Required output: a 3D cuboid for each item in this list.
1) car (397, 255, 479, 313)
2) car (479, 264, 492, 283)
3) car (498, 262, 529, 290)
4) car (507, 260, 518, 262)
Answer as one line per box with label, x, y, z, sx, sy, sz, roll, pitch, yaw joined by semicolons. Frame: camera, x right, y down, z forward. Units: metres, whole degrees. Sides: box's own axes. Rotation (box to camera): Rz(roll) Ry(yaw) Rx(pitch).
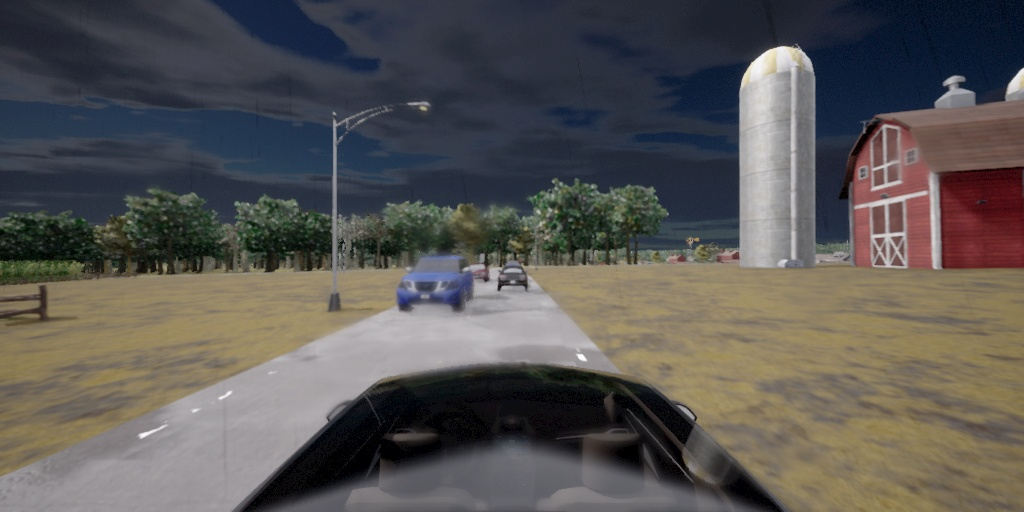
car;-2.802;0.988;14.413;2.150;2.045;5.566;0;0;0
car;-2.785;1.338;29.003;1.812;1.442;4.674;0;0;1
car;0.067;1.308;22.585;1.812;1.442;4.674;0;0;0
car;0.098;1.290;44.274;2.097;1.767;4.553;0;-1;0
